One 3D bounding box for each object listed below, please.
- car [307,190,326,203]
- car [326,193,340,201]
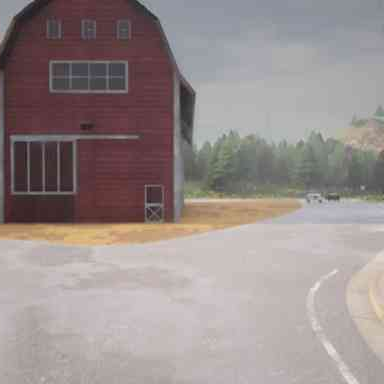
[{"bbox_3d":[19.783,0.682,53.740,2.150,2.045,5.566,0,0,17],"label":"car"},{"bbox_3d":[25.338,0.875,60.225,1.882,1.535,5.008,0,1,12],"label":"car"}]
